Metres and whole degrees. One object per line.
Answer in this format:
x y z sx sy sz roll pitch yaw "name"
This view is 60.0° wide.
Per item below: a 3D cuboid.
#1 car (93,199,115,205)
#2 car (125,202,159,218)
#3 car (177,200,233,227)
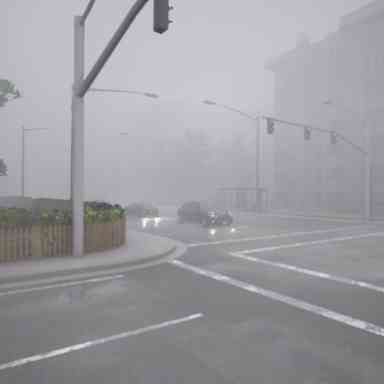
-10.724 1.600 40.224 1.837 1.490 4.892 0 0 -34 "car"
-4.824 1.659 31.663 1.994 1.385 4.181 0 0 -35 "car"
0.847 1.446 23.483 2.097 1.767 4.553 0 0 -35 "car"
